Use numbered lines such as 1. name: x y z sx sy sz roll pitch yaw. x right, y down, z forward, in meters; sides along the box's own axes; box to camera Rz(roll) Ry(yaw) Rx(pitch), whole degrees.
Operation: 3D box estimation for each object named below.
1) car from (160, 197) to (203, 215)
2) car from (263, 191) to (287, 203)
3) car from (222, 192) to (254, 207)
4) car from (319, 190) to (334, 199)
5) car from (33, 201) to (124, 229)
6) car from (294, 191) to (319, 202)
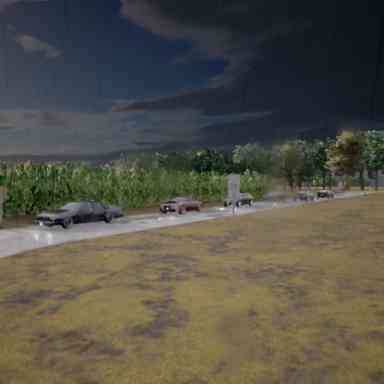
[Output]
1. car: -0.817 1.081 27.787 1.994 1.385 4.181 0 1 34
2. car: 11.160 0.612 44.624 1.882 1.535 5.008 0 1 36
3. car: 5.072 0.833 36.081 1.837 1.490 4.892 0 1 36
4. car: 22.162 0.339 55.147 1.882 1.535 5.008 0 1 35
5. car: -6.465 1.249 19.720 2.033 1.411 5.357 0 1 34
6. car: 15.546 0.579 45.796 1.837 1.490 4.892 0 1 35
